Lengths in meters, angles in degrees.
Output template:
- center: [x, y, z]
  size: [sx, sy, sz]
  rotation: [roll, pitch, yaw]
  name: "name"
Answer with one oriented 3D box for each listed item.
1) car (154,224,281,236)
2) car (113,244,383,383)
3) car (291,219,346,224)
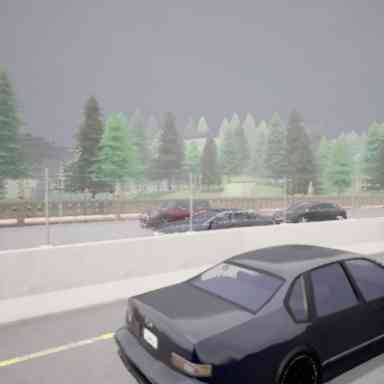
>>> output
- center: [0.905, 1.380, 12.597]
  size: [4.902, 1.511, 2.128]
  rotation: [-1, 0, -30]
  name: "car"
- center: [1.689, 1.499, 4.723]
  size: [5.357, 1.411, 2.033]
  rotation: [-1, 1, -33]
  name: "car"
- center: [7.009, 1.305, 19.802]
  size: [4.892, 1.490, 1.837]
  rotation: [0, 0, -26]
  name: "car"
